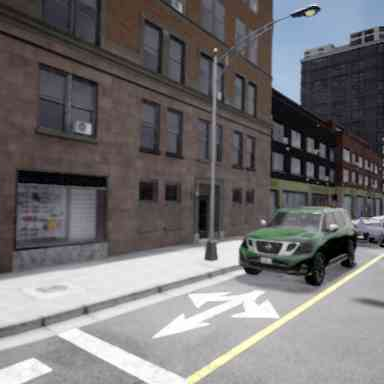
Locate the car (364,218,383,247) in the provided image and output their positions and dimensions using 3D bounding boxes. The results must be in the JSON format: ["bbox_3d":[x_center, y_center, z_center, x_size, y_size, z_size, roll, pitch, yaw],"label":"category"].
[{"bbox_3d":[9.684,2.132,18.249,1.994,1.385,4.181,0,-2,39],"label":"car"}]

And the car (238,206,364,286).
[{"bbox_3d":[3.670,1.513,10.812,2.150,2.045,5.566,0,-2,39],"label":"car"}]
